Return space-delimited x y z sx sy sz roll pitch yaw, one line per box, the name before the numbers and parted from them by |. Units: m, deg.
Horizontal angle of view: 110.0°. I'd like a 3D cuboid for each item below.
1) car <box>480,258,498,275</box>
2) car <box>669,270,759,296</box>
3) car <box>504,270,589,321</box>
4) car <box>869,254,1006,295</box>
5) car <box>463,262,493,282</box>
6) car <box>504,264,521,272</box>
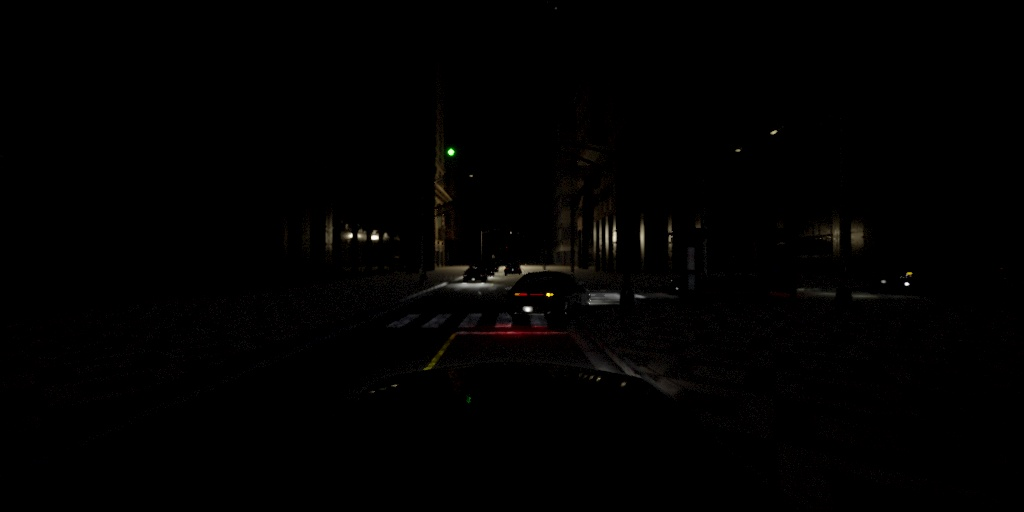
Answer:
car | -3.102 1.374 41.267 2.097 1.767 4.553 0 0 0
car | 11.026 1.415 19.208 4.718 1.301 1.895 0 -1 0
car | 1.395 1.300 12.919 1.837 1.490 4.892 -1 0 22
car | 22.659 0.958 19.231 5.566 2.045 2.150 -1 -1 0
car | -3.106 1.502 31.448 2.033 1.411 5.357 0 0 0
car | 0.086 1.599 43.283 1.994 1.385 4.181 0 0 0
